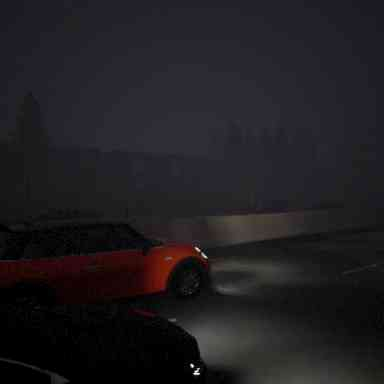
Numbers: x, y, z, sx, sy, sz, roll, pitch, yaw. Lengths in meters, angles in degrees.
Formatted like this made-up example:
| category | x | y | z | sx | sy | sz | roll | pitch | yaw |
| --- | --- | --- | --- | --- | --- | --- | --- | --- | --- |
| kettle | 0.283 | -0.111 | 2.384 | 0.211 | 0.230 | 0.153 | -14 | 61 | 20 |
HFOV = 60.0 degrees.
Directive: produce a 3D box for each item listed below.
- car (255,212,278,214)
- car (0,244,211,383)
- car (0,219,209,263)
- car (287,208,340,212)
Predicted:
| category | x | y | z | sx | sy | sz | roll | pitch | yaw |
| --- | --- | --- | --- | --- | --- | --- | --- | --- | --- |
| car | 7.021 | 1.323 | 30.529 | 5.008 | 1.535 | 1.882 | 0 | 0 | -36 |
| car | -2.103 | 1.510 | 2.246 | 4.892 | 1.490 | 1.837 | -1 | 1 | -36 |
| car | -1.800 | 1.336 | 6.764 | 4.553 | 1.767 | 2.097 | 0 | 0 | -36 |
| car | 9.106 | 1.409 | 23.404 | 5.357 | 1.411 | 2.033 | 0 | 0 | -36 |
